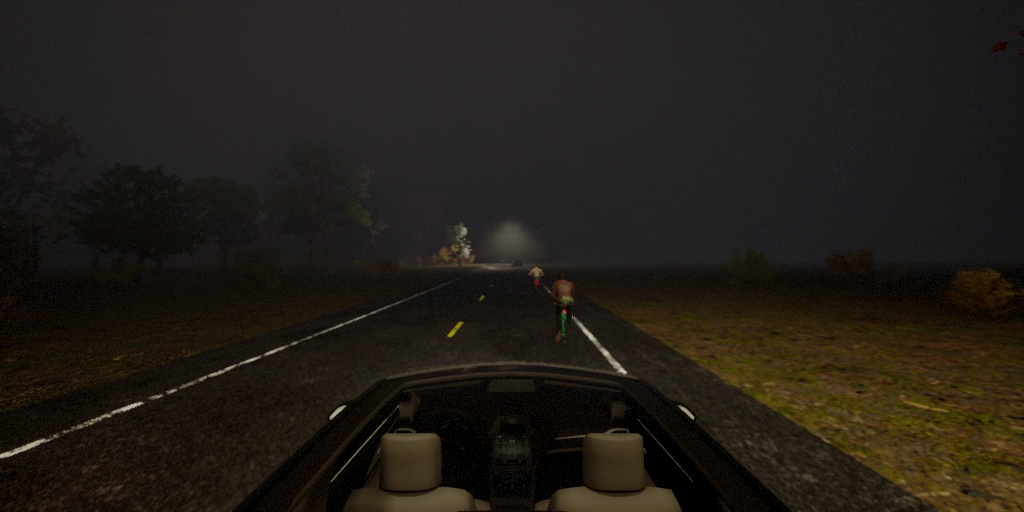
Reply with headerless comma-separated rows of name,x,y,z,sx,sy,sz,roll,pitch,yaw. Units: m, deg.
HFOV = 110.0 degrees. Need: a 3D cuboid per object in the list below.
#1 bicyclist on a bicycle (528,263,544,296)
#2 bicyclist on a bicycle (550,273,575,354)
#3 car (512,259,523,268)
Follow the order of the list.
bicyclist on a bicycle,1.244,1.181,18.332,0.866,1.612,1.509,0,0,1
bicyclist on a bicycle,1.116,1.196,7.813,0.582,1.620,1.656,0,0,1
car,0.974,1.275,63.290,1.812,1.442,4.674,0,-1,1
